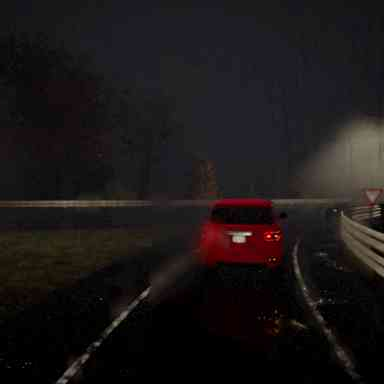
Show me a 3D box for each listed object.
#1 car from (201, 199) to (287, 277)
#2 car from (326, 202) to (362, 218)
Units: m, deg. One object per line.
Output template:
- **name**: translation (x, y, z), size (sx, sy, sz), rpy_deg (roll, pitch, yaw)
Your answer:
- **car**: translation (1.796, 1.230, 10.625), size (2.150, 2.045, 5.566), rpy_deg (0, 0, 14)
- **car**: translation (14.264, 1.624, 31.087), size (4.181, 1.385, 1.994), rpy_deg (0, 0, -43)
